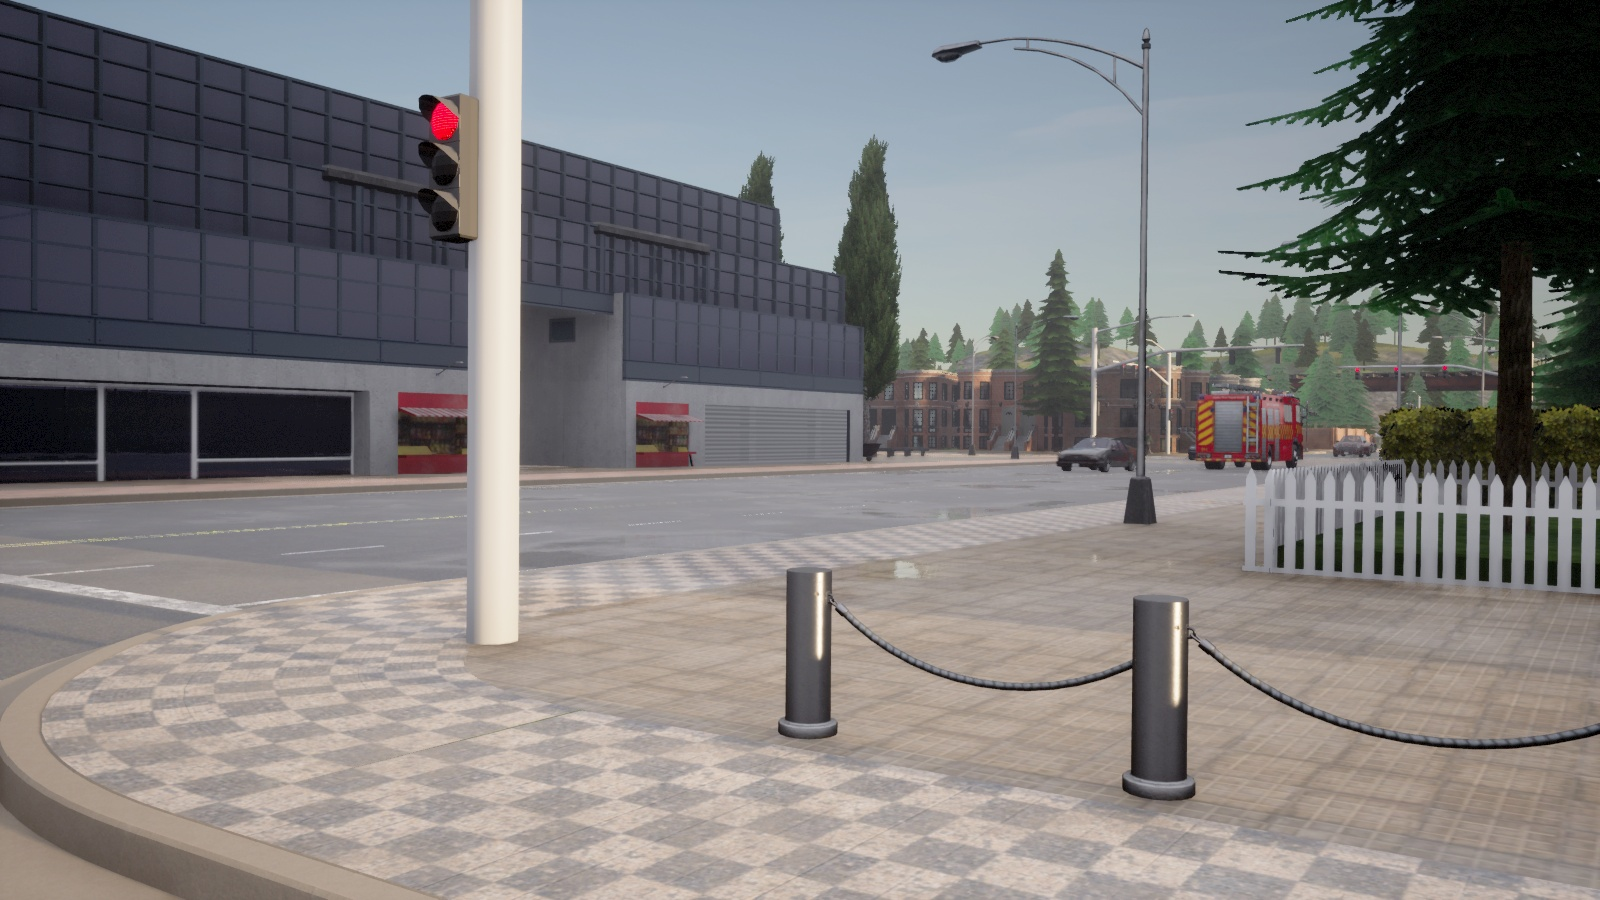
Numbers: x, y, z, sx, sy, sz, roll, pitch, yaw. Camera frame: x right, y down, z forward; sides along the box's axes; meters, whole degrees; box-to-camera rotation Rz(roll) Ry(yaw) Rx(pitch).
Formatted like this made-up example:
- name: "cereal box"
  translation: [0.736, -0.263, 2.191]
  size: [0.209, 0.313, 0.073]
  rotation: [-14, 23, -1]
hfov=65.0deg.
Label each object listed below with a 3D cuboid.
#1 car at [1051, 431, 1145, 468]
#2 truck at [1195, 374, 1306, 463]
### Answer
- name: "car"
  translation: [12.306, -0.037, 51.605]
  size: [2.033, 1.411, 5.357]
  rotation: [0, 1, 34]
- name: "truck"
  translation: [21.085, -1.422, 58.443]
  size: [2.891, 3.827, 8.468]
  rotation: [0, 1, 34]
